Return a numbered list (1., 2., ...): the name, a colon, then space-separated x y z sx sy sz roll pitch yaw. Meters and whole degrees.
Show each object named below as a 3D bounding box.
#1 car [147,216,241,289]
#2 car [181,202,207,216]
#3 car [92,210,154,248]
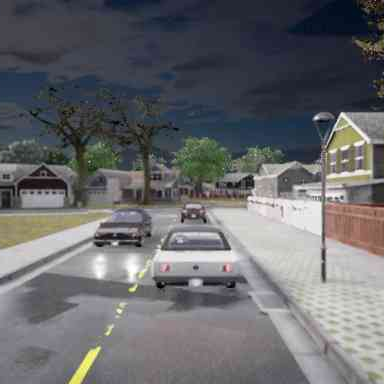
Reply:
1. car: 0.097 1.577 9.067 1.895 1.301 4.718 0 0 0
2. car: 0.118 1.464 24.885 1.812 1.442 4.674 0 0 0
3. car: -2.825 1.509 14.866 2.033 1.411 5.357 0 0 0
